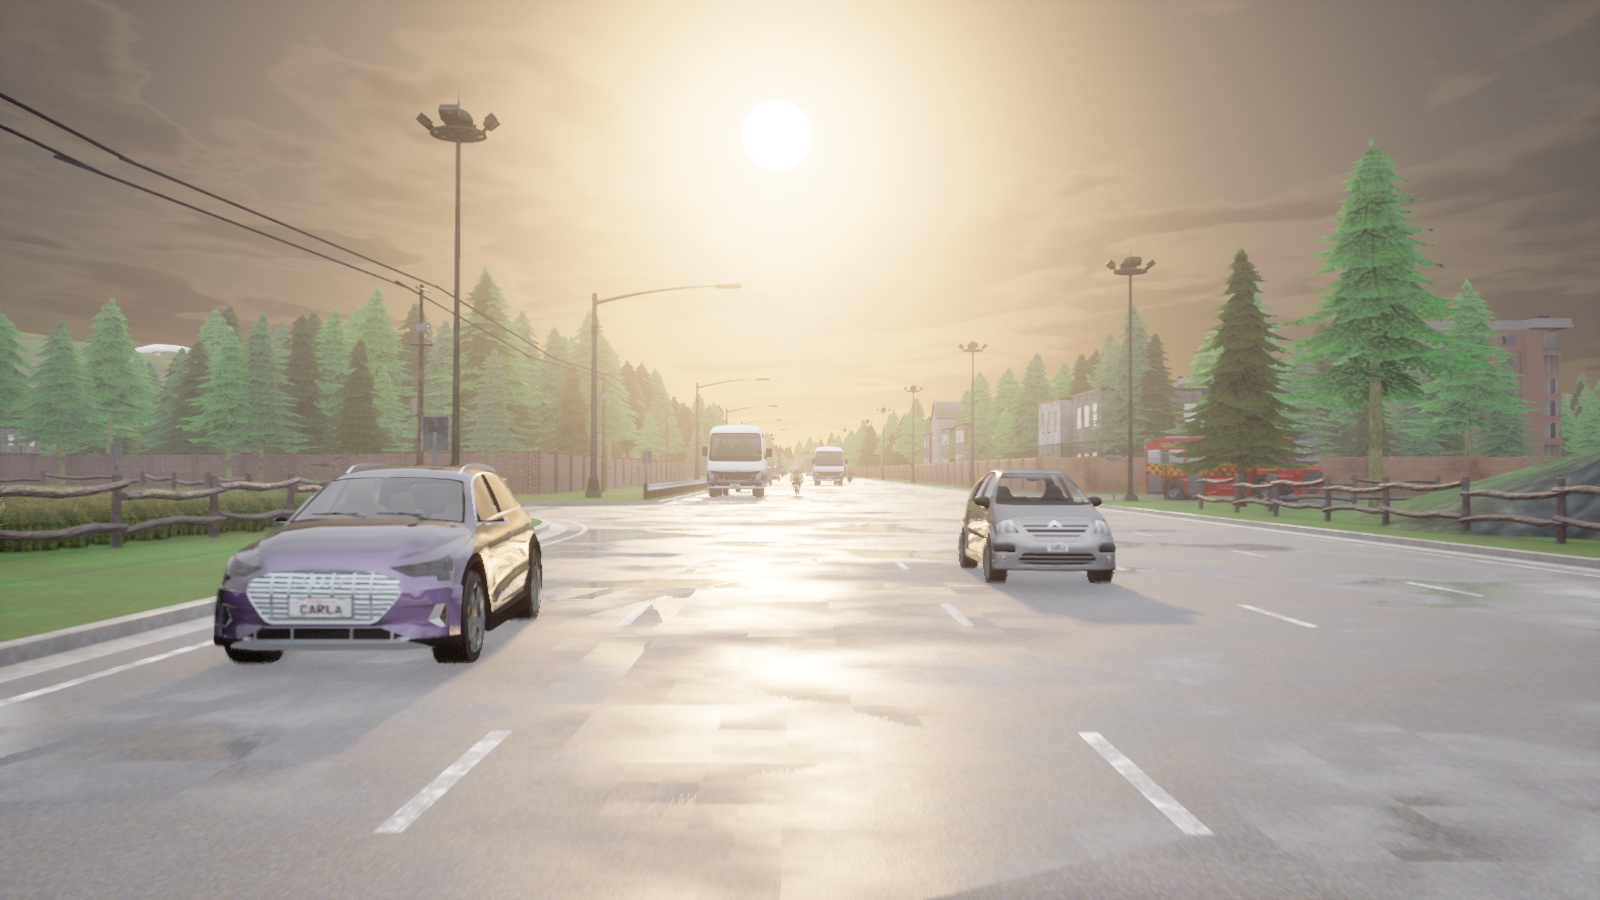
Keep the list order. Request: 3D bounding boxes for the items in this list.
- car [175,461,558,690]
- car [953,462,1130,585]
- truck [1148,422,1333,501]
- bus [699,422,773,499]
[{"bbox_3d":[-3.614,0.950,11.564,2.033,1.649,4.856,0,-1,-2],"label":"car"},{"bbox_3d":[3.453,1.007,18.678,1.851,1.617,3.988,0,-1,0],"label":"car"},{"bbox_3d":[22.413,0.623,64.312,2.891,3.827,8.468,1,-1,-45],"label":"truck"},{"bbox_3d":[-3.692,0.700,75.441,3.944,4.253,10.273,0,-1,0],"label":"bus"}]
